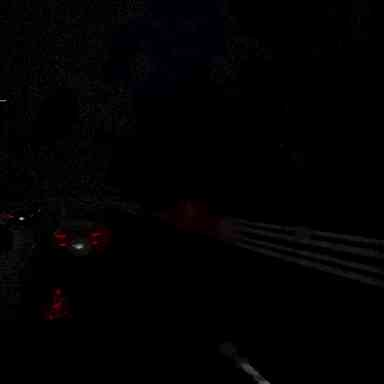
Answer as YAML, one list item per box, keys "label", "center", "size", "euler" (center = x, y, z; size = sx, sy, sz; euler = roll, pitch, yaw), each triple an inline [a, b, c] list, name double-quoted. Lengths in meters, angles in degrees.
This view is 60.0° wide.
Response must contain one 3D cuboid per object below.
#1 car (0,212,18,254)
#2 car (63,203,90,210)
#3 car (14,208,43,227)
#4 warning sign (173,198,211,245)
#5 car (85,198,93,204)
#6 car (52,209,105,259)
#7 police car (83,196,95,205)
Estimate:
- label: "car"
  center: [-7.845, 1.712, 12.115]
  size: [1.812, 1.442, 4.674]
  euler: [-1, 0, -20]
- label: "car"
  center: [-9.501, 1.848, 26.926]
  size: [1.994, 1.385, 4.181]
  euler: [-1, 0, -19]
- label: "car"
  center: [-12.725, 1.896, 25.536]
  size: [1.994, 1.385, 4.181]
  euler: [-1, 0, -19]
- label: "warning sign"
  center: [-0.010, 1.178, 13.957]
  size: [1.300, 1.860, 1.060]
  euler: [-1, 0, -21]
- label: "car"
  center: [-27.772, 2.417, 90.072]
  size: [1.801, 1.575, 5.366]
  euler: [-1, 0, -15]
- label: "car"
  center: [-4.583, 1.662, 13.386]
  size: [1.812, 1.442, 4.674]
  euler: [-1, 0, -20]
- label: "police car"
  center: [-25.206, 2.280, 80.454]
  size: [1.930, 1.638, 5.238]
  euler: [-1, 0, -15]
